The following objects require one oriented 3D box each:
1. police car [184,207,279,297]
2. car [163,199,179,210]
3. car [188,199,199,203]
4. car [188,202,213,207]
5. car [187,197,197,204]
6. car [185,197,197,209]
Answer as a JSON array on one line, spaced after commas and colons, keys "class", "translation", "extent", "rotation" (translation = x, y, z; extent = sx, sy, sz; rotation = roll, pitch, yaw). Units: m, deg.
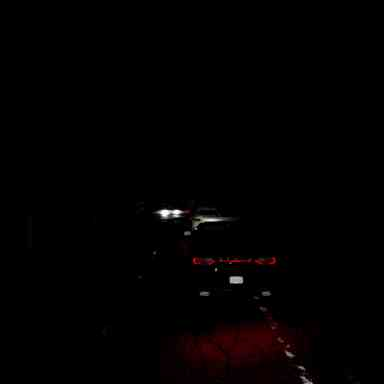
[{"class": "police car", "translation": [0.818, 1.426, 8.744], "extent": [1.930, 1.638, 5.238], "rotation": [0, 0, 0]}, {"class": "car", "translation": [-2.783, 1.631, 44.274], "extent": [1.895, 1.301, 4.718], "rotation": [0, 0, 0]}, {"class": "car", "translation": [0.806, 1.514, 24.634], "extent": [1.837, 1.490, 4.892], "rotation": [0, 0, 0]}, {"class": "car", "translation": [0.811, 1.531, 18.635], "extent": [1.812, 1.442, 4.674], "rotation": [0, 0, 0]}, {"class": "car", "translation": [-0.049, 1.673, 65.188], "extent": [1.895, 1.301, 4.718], "rotation": [0, 0, 0]}, {"class": "car", "translation": [0.003, 1.524, 46.107], "extent": [2.128, 1.511, 4.902], "rotation": [0, 0, 0]}]
